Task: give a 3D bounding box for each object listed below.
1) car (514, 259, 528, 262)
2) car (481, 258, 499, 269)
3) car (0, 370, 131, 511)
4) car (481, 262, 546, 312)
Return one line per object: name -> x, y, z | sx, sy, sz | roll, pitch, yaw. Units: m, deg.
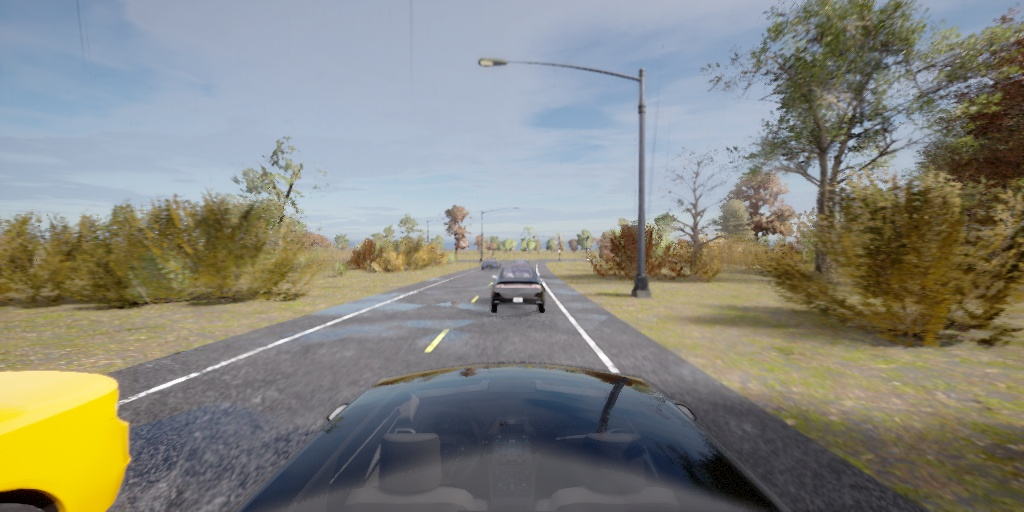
car -> 0.893, 1.034, 34.764 | 2.033, 1.411, 5.357 | 0, 1, 3
car -> -2.428, 0.979, 41.859 | 1.994, 1.385, 4.181 | 0, 1, 3
car -> -3.582, 1.235, 0.319 | 1.882, 1.535, 5.008 | 0, 0, 0
car -> 0.227, 1.149, 13.647 | 2.128, 1.511, 4.902 | 0, 0, 1
